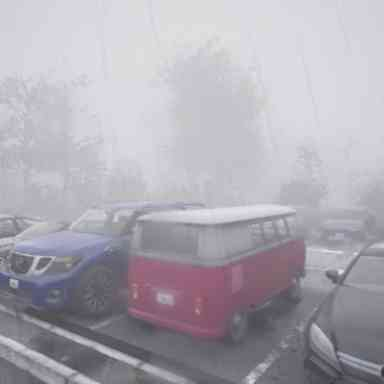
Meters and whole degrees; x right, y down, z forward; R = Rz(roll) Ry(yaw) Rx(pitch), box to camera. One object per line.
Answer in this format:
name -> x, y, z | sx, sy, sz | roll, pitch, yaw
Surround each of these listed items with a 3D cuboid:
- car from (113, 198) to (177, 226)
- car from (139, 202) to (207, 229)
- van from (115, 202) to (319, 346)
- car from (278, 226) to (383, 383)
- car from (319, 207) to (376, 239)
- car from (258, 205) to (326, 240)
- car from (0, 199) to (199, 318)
car -> -3.418, 1.395, 24.906 | 2.185, 1.767, 4.553 | 0, 0, 36
car -> -1.207, 1.517, 23.356 | 2.097, 1.535, 5.008 | 0, 0, 36
van -> 0.871, 1.275, 6.555 | 1.878, 1.987, 4.442 | 0, 0, 36
car -> 3.103, 1.537, 4.818 | 2.002, 1.452, 4.674 | 0, 0, 36
car -> 7.964, 1.529, 16.764 | 2.163, 1.488, 4.792 | 0, 0, 36
car -> 5.668, 1.533, 18.407 | 2.163, 1.488, 4.792 | 0, 0, 36
car -> -1.512, 1.255, 8.081 | 2.435, 2.045, 5.566 | 0, 0, 36
